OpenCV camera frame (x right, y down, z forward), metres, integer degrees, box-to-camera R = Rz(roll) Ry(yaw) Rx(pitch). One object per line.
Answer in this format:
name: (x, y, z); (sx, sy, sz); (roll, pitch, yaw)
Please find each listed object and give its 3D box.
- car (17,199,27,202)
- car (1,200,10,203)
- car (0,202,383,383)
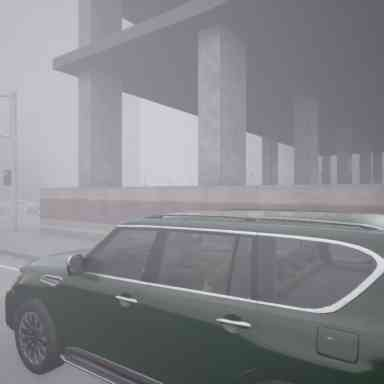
car: (-14.331, 1.547, 33.461); (2.128, 1.511, 4.902); (0, 0, 36)
car: (-18.380, 1.533, 33.815); (1.882, 1.535, 5.008); (0, 0, 36)
car: (0.066, 1.221, 3.937); (5.566, 2.045, 2.150); (0, 0, 36)
